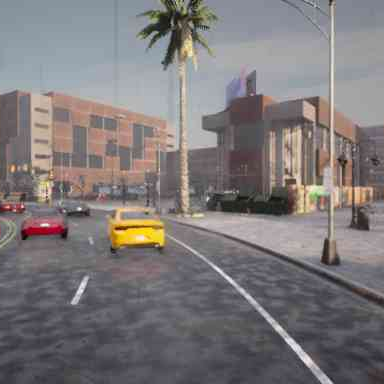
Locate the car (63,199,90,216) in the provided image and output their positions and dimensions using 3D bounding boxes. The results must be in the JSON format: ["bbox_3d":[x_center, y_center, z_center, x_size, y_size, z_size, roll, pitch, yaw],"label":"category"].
[{"bbox_3d":[-10.105,1.311,27.933,1.994,1.385,4.181,0,1,-37],"label":"car"}]

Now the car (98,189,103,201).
[{"bbox_3d":[-16.896,0.726,58.600,4.553,1.767,2.185,0,1,37],"label":"car"}]

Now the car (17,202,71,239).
[{"bbox_3d":[-7.314,1.413,16.606,1.994,1.385,4.181,0,1,-23],"label":"car"}]

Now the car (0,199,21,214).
[{"bbox_3d":[-17.199,1.323,30.795,4.718,1.301,1.895,0,1,44],"label":"car"}]

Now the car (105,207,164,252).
[{"bbox_3d":[-2.408,1.355,13.417,1.882,1.535,5.008,0,1,-16],"label":"car"}]

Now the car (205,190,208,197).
[{"bbox_3d":[3.359,0.896,57.718,4.674,1.452,2.002,0,1,37],"label":"car"}]
